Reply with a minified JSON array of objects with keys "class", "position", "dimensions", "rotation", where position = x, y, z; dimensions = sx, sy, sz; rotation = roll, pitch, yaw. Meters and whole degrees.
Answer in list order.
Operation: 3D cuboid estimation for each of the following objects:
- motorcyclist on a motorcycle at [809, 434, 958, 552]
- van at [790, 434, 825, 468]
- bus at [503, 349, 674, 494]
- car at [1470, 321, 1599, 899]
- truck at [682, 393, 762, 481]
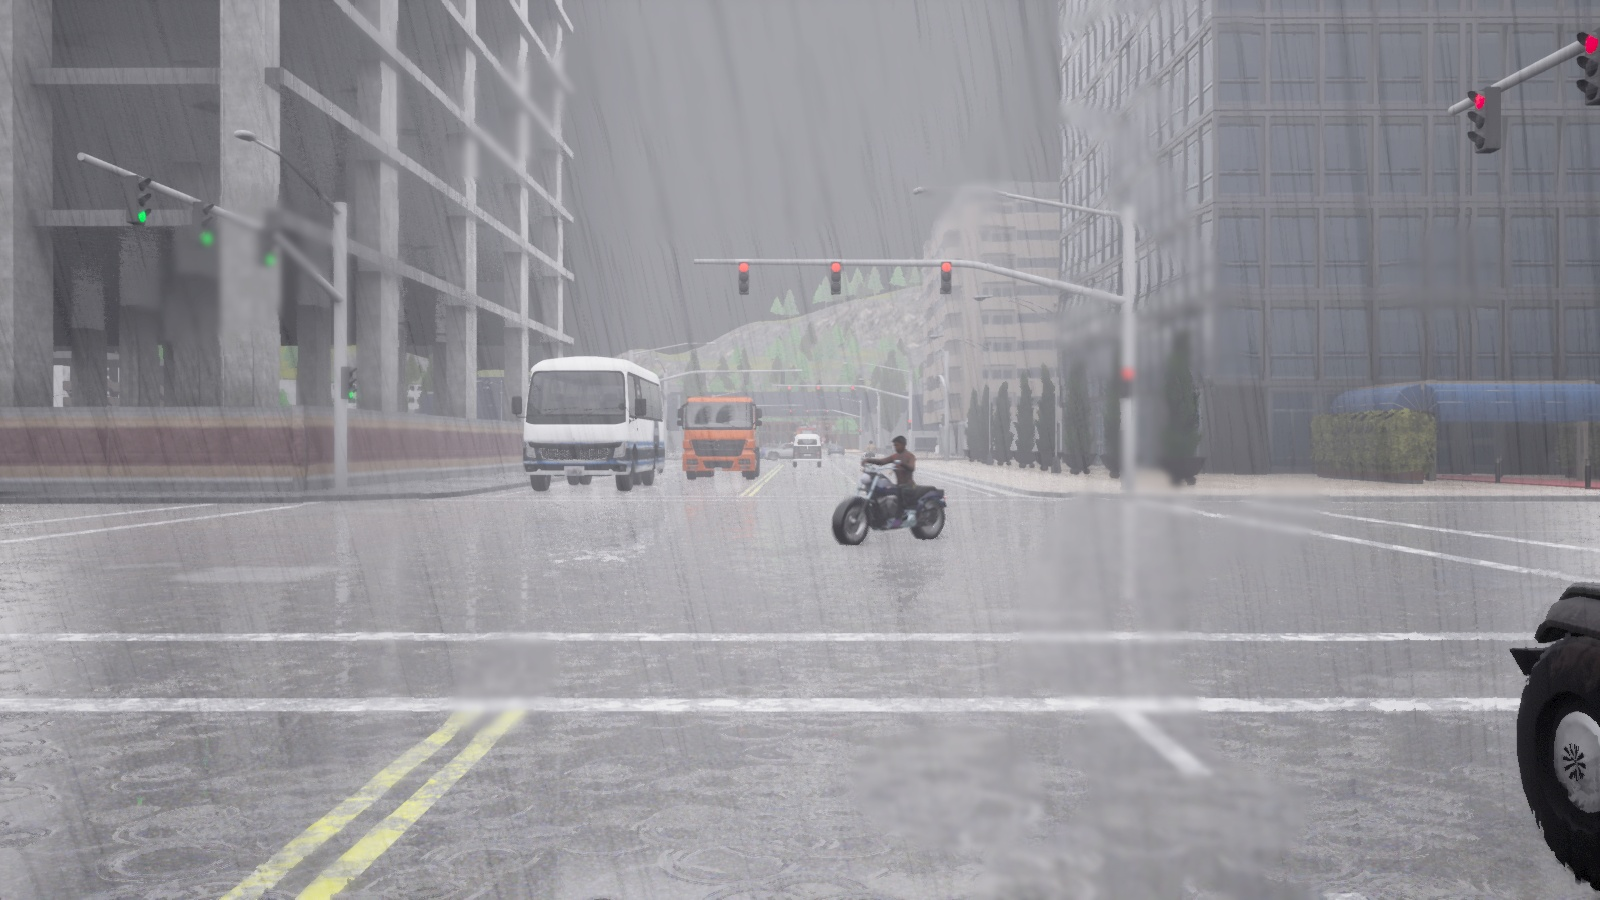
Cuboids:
[{"class":"motorcyclist on a motorcycle","position":[1.271,0.593,18.657],"dimensions":[2.350,1.649,0.766],"rotation":[0,1,-42]},{"class":"van","position":[0.452,0.032,77.677],"dimensions":[2.069,2.038,4.480],"rotation":[0,0,0]},{"class":"bus","position":[-6.747,-0.873,42.103],"dimensions":[3.944,4.253,10.273],"rotation":[0,0,0]},{"class":"car","position":[3.532,0.529,2.910],"dimensions":[1.905,1.878,3.866],"rotation":[0,0,0]},{"class":"truck","position":[-3.185,-0.539,53.286],"dimensions":[2.891,3.462,7.936],"rotation":[0,0,0]}]
